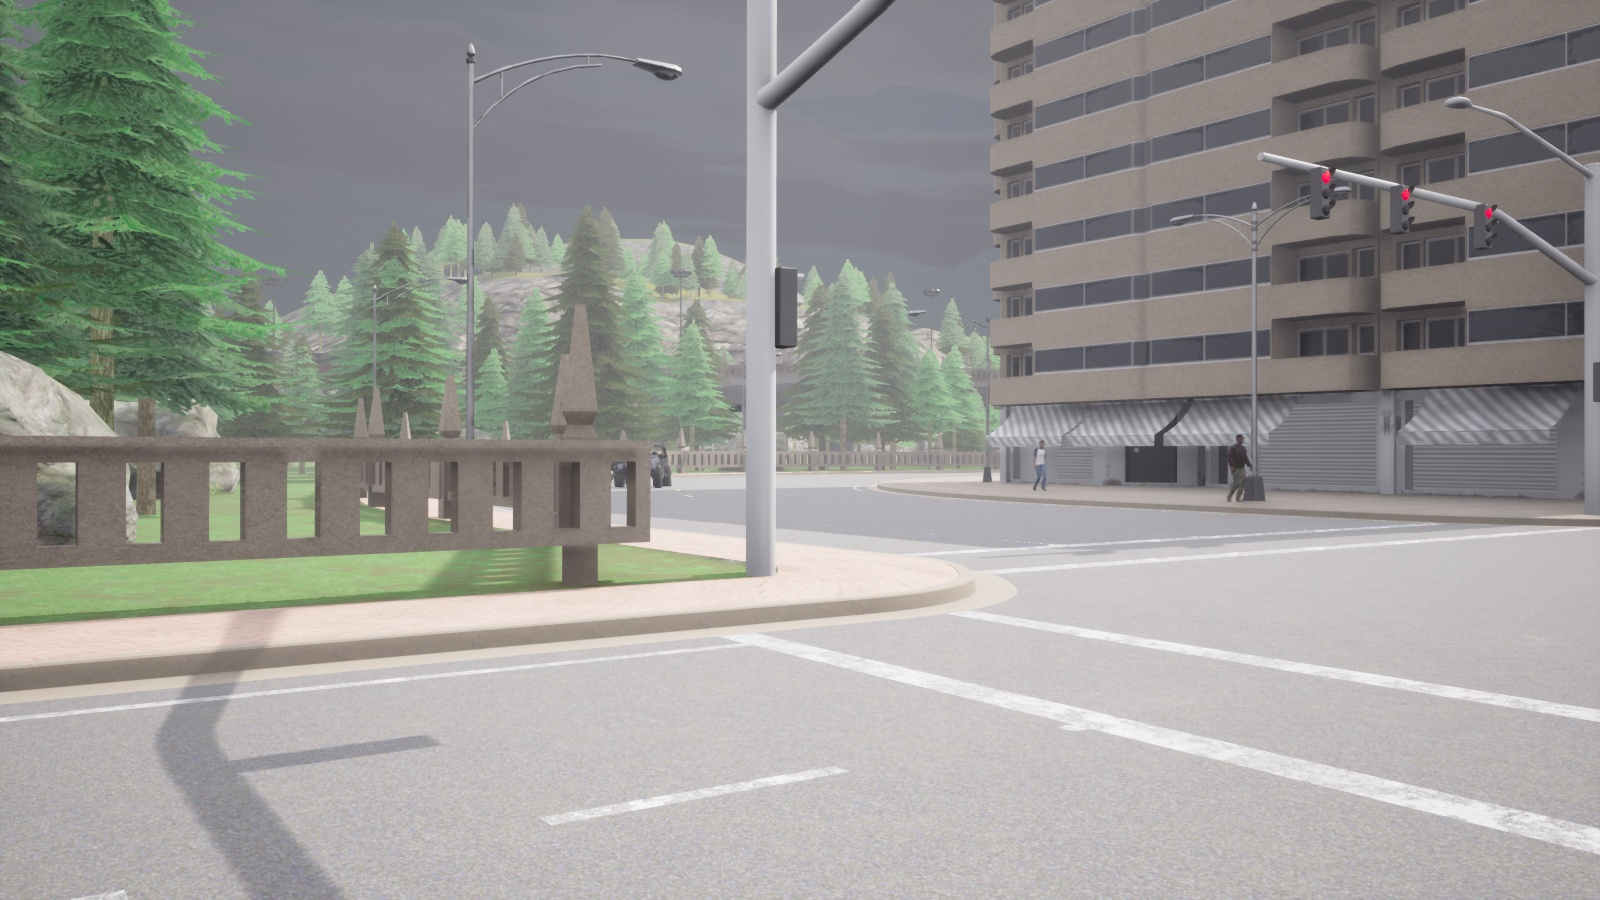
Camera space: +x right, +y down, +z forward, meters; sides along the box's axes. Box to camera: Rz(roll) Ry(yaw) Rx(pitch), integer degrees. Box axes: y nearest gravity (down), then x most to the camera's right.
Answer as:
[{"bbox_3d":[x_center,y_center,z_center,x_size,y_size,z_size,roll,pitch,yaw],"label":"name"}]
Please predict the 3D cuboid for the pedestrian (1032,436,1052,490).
[{"bbox_3d":[8.318,0.431,43.158,0.354,1.836,0.706,0,0,-18],"label":"pedestrian"}]

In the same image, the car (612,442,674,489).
[{"bbox_3d":[-6.436,0.626,51.844,1.905,1.878,3.866,0,0,3],"label":"car"}]

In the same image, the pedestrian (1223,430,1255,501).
[{"bbox_3d":[11.527,0.400,32.969,0.431,1.840,0.703,0,0,-19],"label":"pedestrian"}]
